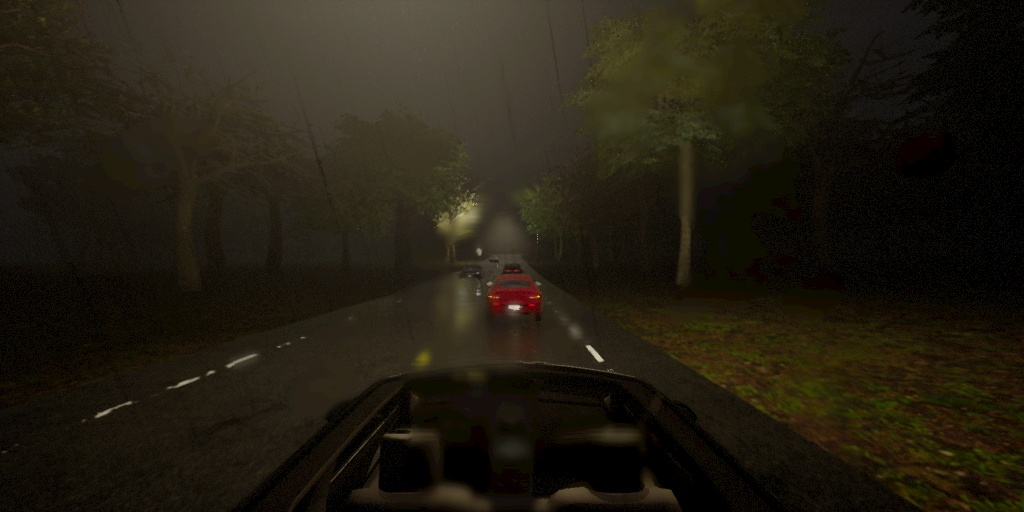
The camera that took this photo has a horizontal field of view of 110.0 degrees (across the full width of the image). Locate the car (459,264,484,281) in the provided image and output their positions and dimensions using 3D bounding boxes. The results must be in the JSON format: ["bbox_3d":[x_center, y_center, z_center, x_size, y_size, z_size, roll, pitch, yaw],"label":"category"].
[{"bbox_3d":[-3.664,1.453,33.354,1.812,1.442,4.674,0,0,0],"label":"car"}]

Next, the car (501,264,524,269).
[{"bbox_3d":[0.035,1.434,33.245,1.837,1.490,4.892,0,0,0],"label":"car"}]

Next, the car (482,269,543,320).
[{"bbox_3d":[0.072,1.382,12.979,1.812,1.442,4.674,0,0,0],"label":"car"}]
